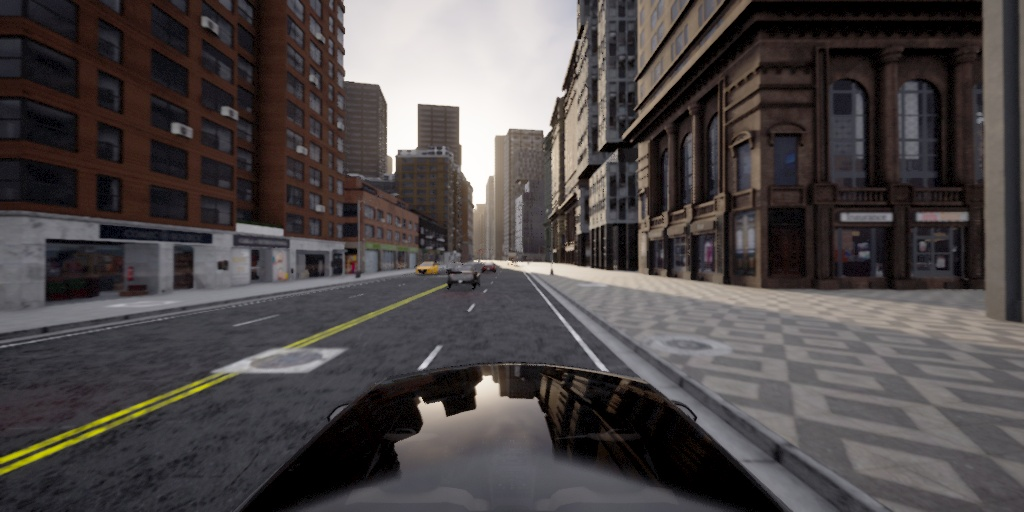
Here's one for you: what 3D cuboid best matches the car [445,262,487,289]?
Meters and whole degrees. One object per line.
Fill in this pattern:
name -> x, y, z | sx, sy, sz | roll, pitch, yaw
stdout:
car -> -3.136, 1.363, 24.184 | 2.128, 1.511, 4.902 | 0, 0, 0

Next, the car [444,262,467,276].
car -> -6.559, 1.476, 42.055 | 1.837, 1.490, 4.892 | 0, 0, 0

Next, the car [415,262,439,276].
car -> -9.808, 1.447, 41.789 | 1.882, 1.535, 5.008 | 0, 0, 0

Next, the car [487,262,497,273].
car -> -3.120, 1.542, 49.872 | 1.812, 1.442, 4.674 | 0, 0, 0
